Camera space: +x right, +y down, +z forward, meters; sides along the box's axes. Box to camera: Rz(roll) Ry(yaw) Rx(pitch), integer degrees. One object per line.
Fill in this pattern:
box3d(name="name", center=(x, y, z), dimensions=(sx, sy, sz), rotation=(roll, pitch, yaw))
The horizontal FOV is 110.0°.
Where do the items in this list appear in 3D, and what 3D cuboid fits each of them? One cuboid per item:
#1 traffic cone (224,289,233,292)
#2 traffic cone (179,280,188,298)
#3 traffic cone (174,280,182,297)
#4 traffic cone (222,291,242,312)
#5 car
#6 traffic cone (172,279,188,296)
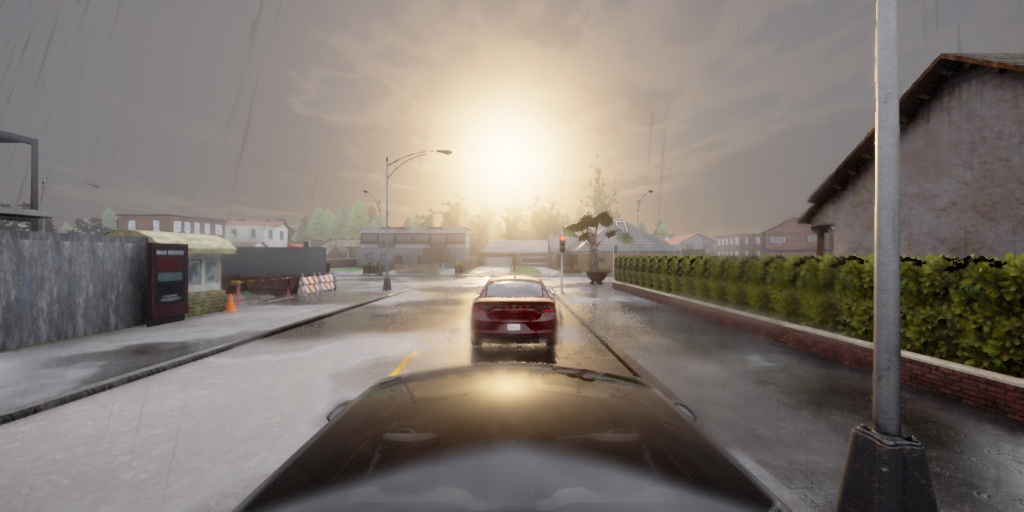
box3d(name="traffic cone", center=(-10.339, 1.568, 12.789), dimensions=(0.344, 0.586, 0.344), rotation=(0, 0, 0))
box3d(name="traffic cone", center=(-15.203, 1.561, 16.859), dimensions=(0.344, 0.586, 0.344), rotation=(0, 0, 0))
box3d(name="traffic cone", center=(-15.771, 1.558, 17.223), dimensions=(0.344, 0.586, 0.344), rotation=(0, 0, 0))
box3d(name="traffic cone", center=(-9.621, 1.598, 12.266), dimensions=(0.344, 0.586, 0.344), rotation=(0, 0, 0))
box3d(name="car", center=(0.079, 1.228, 9.422), dimensions=(1.882, 1.535, 5.008), rotation=(0, 0, 1))
box3d(name="traffic cone", center=(-16.806, 1.582, 18.227), dimensions=(0.344, 0.586, 0.344), rotation=(0, 0, 0))
